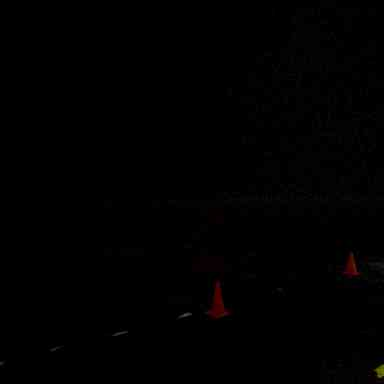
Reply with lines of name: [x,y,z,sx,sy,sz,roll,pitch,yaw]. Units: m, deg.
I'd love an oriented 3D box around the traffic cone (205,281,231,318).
traffic cone: [0.479,1.941,6.110,0.340,0.580,0.340,0,0,-37]

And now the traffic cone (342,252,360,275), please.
traffic cone: [4.372,1.942,9.129,0.340,0.580,0.340,0,0,-39]
